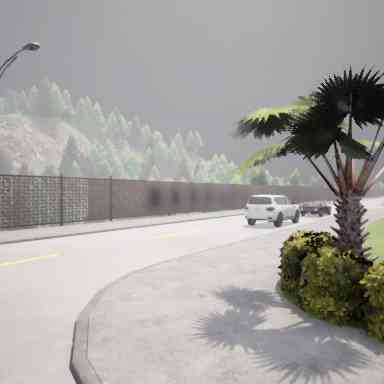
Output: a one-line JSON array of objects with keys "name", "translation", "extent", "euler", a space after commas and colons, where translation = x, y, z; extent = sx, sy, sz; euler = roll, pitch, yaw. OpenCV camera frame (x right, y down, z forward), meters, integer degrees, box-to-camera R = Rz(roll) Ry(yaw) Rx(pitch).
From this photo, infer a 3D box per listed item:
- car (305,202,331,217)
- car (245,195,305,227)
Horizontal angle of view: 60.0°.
[{"name": "car", "translation": [11.779, 1.602, 31.592], "extent": [1.895, 1.301, 4.718], "euler": [0, 0, 35]}, {"name": "car", "translation": [5.660, 1.222, 23.040], "extent": [2.150, 2.045, 5.566], "euler": [0, 0, 36]}]
